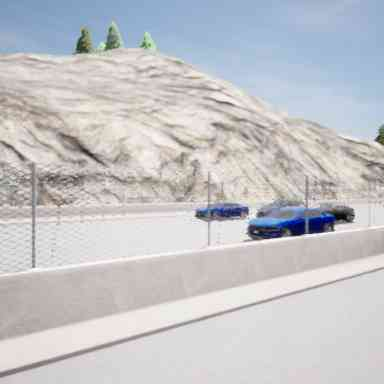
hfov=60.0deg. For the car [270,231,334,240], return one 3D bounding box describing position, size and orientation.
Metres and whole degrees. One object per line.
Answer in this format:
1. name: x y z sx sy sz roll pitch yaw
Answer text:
1. car: 4.847 1.477 16.045 5.008 1.535 1.882 0 0 -35
